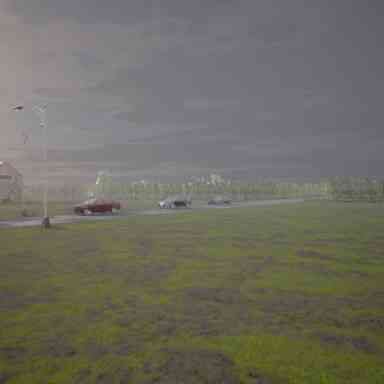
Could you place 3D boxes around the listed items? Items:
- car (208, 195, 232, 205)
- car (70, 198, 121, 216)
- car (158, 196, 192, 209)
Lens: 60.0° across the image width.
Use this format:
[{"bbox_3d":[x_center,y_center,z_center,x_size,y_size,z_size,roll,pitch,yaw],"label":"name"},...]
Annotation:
[{"bbox_3d":[4.034,1.192,48.097,1.994,1.385,4.181,0,0,38],"label":"car"},{"bbox_3d":[-8.886,1.297,30.843,1.882,1.535,5.008,0,0,37],"label":"car"},{"bbox_3d":[-2.015,1.209,40.037,2.128,1.511,4.902,0,0,37],"label":"car"}]
